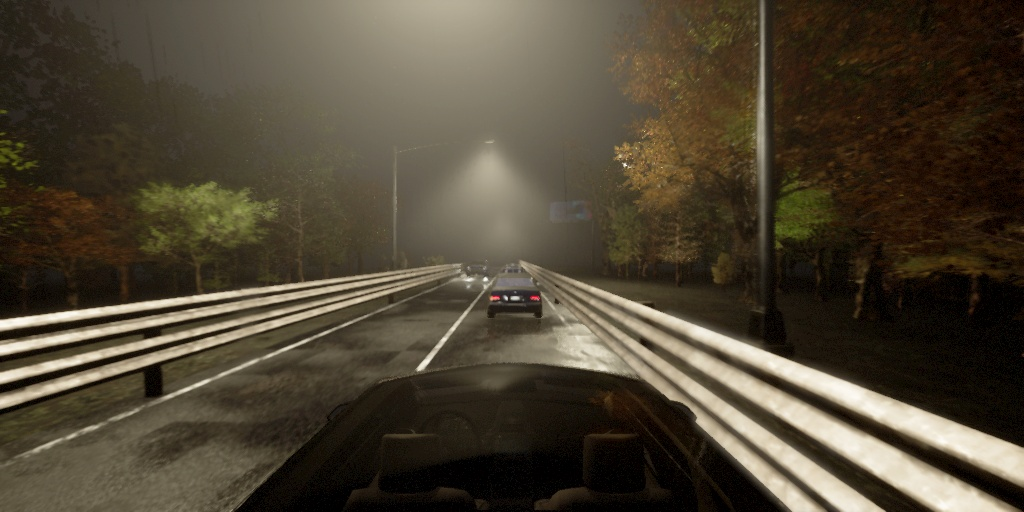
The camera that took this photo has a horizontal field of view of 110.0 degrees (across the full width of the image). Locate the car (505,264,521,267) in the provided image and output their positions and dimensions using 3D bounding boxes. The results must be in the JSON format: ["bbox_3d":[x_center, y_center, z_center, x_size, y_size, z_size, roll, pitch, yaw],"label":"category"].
[{"bbox_3d":[0.071,1.423,35.021,1.895,1.301,4.718,0,0,0],"label":"car"}]

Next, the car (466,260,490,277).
[{"bbox_3d":[-3.373,1.177,36.208,2.097,1.767,4.553,0,0,0],"label":"car"}]

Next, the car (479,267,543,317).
[{"bbox_3d":[0.092,1.320,13.276,2.033,1.411,5.357,0,0,0],"label":"car"}]
